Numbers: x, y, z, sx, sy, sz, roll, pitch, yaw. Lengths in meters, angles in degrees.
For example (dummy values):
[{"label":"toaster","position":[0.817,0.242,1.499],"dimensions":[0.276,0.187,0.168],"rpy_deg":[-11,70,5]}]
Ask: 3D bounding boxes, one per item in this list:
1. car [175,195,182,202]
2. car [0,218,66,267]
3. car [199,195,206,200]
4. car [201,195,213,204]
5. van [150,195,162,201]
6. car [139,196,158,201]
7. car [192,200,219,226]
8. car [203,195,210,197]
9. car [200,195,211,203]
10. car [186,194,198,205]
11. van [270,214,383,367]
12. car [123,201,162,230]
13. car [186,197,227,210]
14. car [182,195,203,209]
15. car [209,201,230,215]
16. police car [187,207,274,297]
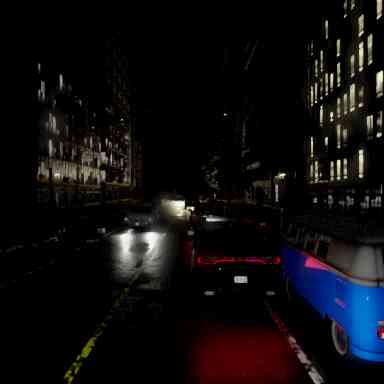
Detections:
[{"label":"car","position":[-2.914,1.427,75.057],"dimensions":[1.882,1.535,5.008],"rpy_deg":[0,0,0]},{"label":"car","position":[-5.677,1.582,11.343],"dimensions":[1.802,1.307,4.206],"rpy_deg":[0,0,0]},{"label":"car","position":[2.796,1.462,91.025],"dimensions":[1.887,1.381,4.507],"rpy_deg":[0,0,0]},{"label":"car","position":[2.763,1.410,62.563],"dimensions":[1.967,1.590,4.097],"rpy_deg":[0,0,0]},{"label":"van","position":[-5.630,1.328,51.191],"dimensions":[1.690,1.788,3.998],"rpy_deg":[0,0,0]},{"label":"car","position":[-5.644,1.548,39.806],"dimensions":[2.008,1.369,4.403],"rpy_deg":[0,0,0]},{"label":"car","position":[0.929,1.455,24.850],"dimensions":[1.801,1.575,5.366],"rpy_deg":[0,0,0]},{"label":"car","position":[2.743,1.544,45.485],"dimensions":[2.008,1.369,4.403],"rpy_deg":[0,0,0]},{"label":"car","position":[2.769,1.401,68.255],"dimensions":[1.967,1.590,4.097],"rpy_deg":[0,0,0]},{"label":"car","position":[0.068,1.327,59.392],"dimensions":[2.097,1.767,4.553],"rpy_deg":[0,0,0]},{"label":"van","position":[2.698,1.341,5.639],"dimensions":[1.690,1.788,3.998],"rpy_deg":[0,0,0]},{"label":"car","position":[-3.076,1.525,21.025],"dimensions":[1.812,1.442,4.674],"rpy_deg":[0,0,0]},{"label":"car","position":[0.873,1.351,18.622],"dimensions":[2.097,1.767,4.553],"rpy_deg":[0,0,0]},{"label":"car","position":[0.060,1.345,45.440],"dimensions":[2.097,1.767,4.553],"rpy_deg":[0,0,0]},{"label":"car","position":[2.730,1.581,34.100],"dimensions":[1.802,1.307,4.206],"rpy_deg":[0,0,0]},{"label":"police car","position":[0.911,1.425,8.769],"dimensions":[1.930,1.638,5.238],"rpy_deg":[0,0,0]}]
